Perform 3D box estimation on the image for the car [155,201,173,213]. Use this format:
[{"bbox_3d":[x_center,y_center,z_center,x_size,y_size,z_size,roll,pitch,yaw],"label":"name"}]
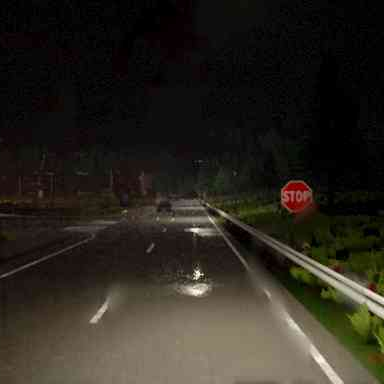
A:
[{"bbox_3d":[-3.509,1.947,43.177,1.812,1.442,4.674,0,1,0],"label":"car"}]
